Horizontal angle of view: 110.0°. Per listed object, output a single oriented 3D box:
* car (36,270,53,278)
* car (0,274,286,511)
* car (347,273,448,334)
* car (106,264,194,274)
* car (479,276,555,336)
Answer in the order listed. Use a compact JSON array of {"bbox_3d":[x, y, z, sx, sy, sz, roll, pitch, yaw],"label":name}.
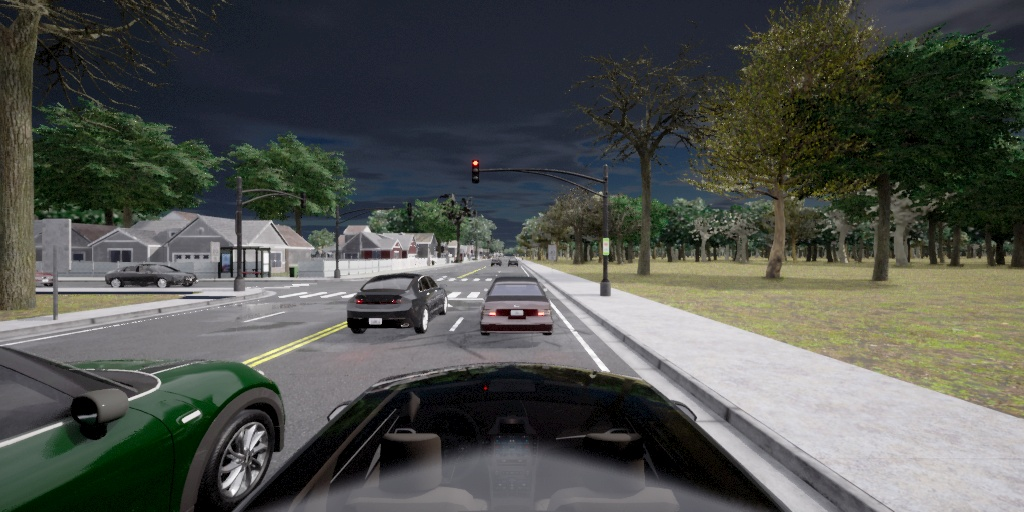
[{"bbox_3d":[-32.201,1.323,22.967,4.674,1.442,1.812,0,0,0],"label":"car"},{"bbox_3d":[-3.148,1.102,1.463,2.097,1.767,4.553,0,0,0],"label":"car"},{"bbox_3d":[-3.145,1.254,10.661,1.837,1.490,4.892,0,0,0],"label":"car"},{"bbox_3d":[-22.913,1.286,22.893,4.892,1.490,1.837,0,0,0],"label":"car"},{"bbox_3d":[0.112,1.297,10.410,2.033,1.411,5.357,0,0,0],"label":"car"}]
